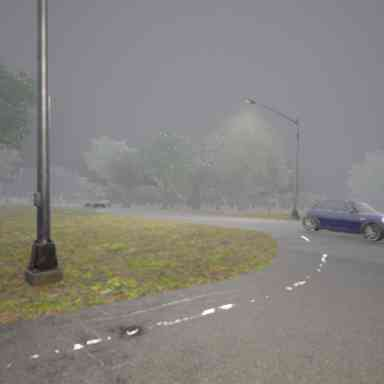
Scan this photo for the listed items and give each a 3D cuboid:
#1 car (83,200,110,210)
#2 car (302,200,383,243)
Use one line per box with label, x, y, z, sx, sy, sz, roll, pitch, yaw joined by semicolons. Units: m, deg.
car;-13.392;1.740;45.787;1.895;1.301;4.718;4;-3;-35
car;7.658;1.209;15.797;2.097;1.767;4.553;3;0;-35
